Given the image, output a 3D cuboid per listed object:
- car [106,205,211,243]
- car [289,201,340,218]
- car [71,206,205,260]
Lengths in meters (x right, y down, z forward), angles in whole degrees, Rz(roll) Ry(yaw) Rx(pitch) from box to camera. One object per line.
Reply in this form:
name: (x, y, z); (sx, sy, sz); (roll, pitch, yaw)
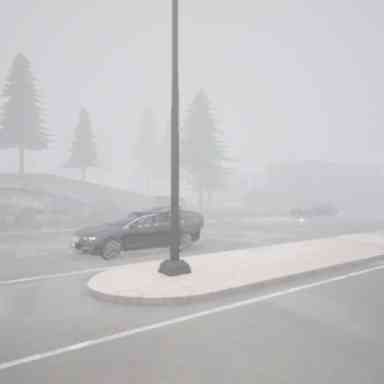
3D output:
car: (-1.607, 1.480, 16.898); (4.902, 1.511, 2.128); (0, 0, -35)
car: (11.121, 1.553, 29.981); (5.357, 1.411, 2.033); (0, 0, -35)
car: (-1.912, 1.482, 12.414); (4.902, 1.511, 2.128); (0, 0, -35)
